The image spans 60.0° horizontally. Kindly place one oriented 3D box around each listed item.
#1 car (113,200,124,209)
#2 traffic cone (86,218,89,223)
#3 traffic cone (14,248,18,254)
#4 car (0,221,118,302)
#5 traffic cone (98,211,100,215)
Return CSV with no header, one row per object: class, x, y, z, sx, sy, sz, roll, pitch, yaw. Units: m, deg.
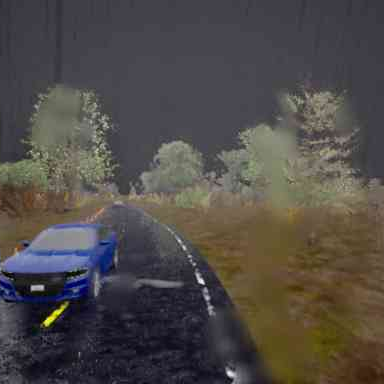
car,-13.400,2.284,60.535,1.882,1.535,5.008,0,-1,-15
traffic cone,-7.910,2.288,25.157,0.340,0.580,0.340,0,-1,-12
traffic cone,-5.644,2.097,10.662,0.340,0.580,0.340,0,-1,-5
car,-3.155,1.593,8.827,1.882,1.535,5.008,0,-1,-5
traffic cone,-10.064,2.419,34.913,0.340,0.580,0.340,0,-1,-12
